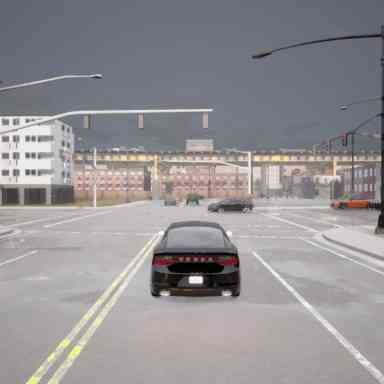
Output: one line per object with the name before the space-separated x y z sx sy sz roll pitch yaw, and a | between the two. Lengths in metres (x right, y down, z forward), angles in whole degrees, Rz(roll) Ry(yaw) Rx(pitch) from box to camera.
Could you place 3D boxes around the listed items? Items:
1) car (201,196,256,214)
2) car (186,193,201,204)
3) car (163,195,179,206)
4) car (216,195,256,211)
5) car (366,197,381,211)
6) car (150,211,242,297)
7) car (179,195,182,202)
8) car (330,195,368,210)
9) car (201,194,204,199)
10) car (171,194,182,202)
car | 3.849 1.465 34.270 4.892 1.490 1.837 0 -2 -19
car | 0.102 1.221 62.628 2.150 2.045 5.566 0 0 0
car | -3.569 1.505 54.848 1.837 1.490 4.892 0 0 0
car | 5.349 1.303 40.046 4.553 1.767 2.097 0 0 14
car | 21.689 1.411 35.376 4.718 1.301 1.895 -1 0 1
car | 0.082 1.478 8.636 1.882 1.535 5.008 0 0 0
car | -3.545 1.478 64.062 1.882 1.535 5.008 0 0 1
car | 18.673 1.207 38.939 4.553 1.767 2.097 -1 0 1
car | 1.501 1.309 88.230 2.097 1.767 4.553 0 0 35
car | -3.478 1.355 74.114 2.097 1.767 4.553 0 0 2
